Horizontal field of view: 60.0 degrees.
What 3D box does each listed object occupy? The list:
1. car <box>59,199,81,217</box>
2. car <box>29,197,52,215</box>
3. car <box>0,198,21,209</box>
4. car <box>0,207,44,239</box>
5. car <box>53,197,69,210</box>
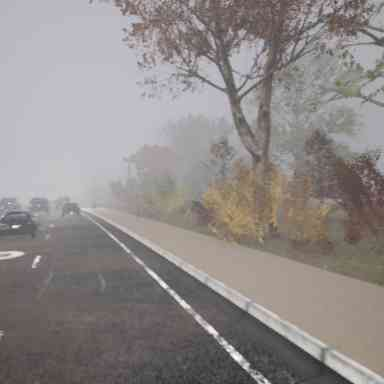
[{"bbox_3d":[-13.213,1.859,36.206,1.837,1.490,4.892,-1,0,-22],"label":"car"},{"bbox_3d":[-18.399,1.683,40.202,2.150,2.045,5.566,-1,0,-23],"label":"car"},{"bbox_3d":[-22.511,1.766,41.222,2.150,2.045,5.566,-1,0,-23],"label":"car"},{"bbox_3d":[-9.953,1.810,19.254,1.994,1.385,4.181,-1,0,-21],"label":"car"},{"bbox_3d":[-21.244,1.770,54.887,2.150,2.045,5.566,-1,0,-24],"label":"car"}]
